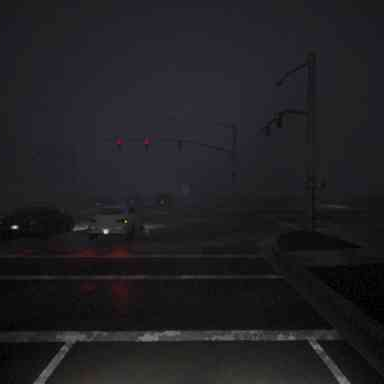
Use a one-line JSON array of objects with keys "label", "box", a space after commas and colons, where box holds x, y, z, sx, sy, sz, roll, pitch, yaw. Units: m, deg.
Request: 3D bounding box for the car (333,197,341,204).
[{"label": "car", "box": [20.066, 0.869, 41.409, 4.674, 1.442, 1.812, 0, 1, 1]}]

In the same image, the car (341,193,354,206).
[{"label": "car", "box": [19.976, 0.924, 37.915, 4.674, 1.442, 1.812, 0, 1, 1]}]

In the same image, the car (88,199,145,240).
[{"label": "car", "box": [-3.399, 1.279, 15.426, 1.812, 1.442, 4.674, 0, 1, 0]}]

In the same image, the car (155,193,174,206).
[{"label": "car", "box": [-3.395, 0.863, 40.435, 1.837, 1.490, 4.892, 0, 1, 0]}]

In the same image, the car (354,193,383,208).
[{"label": "car", "box": [19.994, 0.945, 34.416, 4.902, 1.511, 2.128, 0, 1, 1]}]

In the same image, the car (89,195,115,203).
[{"label": "car", "box": [-10.394, 0.985, 38.836, 1.895, 1.301, 4.718, 0, 1, 0]}]

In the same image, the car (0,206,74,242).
[{"label": "car", "box": [-6.899, 1.324, 15.015, 1.994, 1.385, 4.181, 0, 1, 0]}]

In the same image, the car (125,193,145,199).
[{"label": "car", "box": [-6.895, 0.863, 40.450, 1.837, 1.490, 4.892, 0, 1, 0]}]
